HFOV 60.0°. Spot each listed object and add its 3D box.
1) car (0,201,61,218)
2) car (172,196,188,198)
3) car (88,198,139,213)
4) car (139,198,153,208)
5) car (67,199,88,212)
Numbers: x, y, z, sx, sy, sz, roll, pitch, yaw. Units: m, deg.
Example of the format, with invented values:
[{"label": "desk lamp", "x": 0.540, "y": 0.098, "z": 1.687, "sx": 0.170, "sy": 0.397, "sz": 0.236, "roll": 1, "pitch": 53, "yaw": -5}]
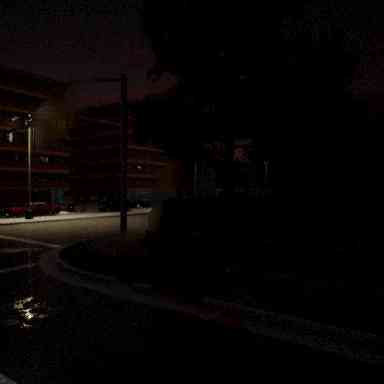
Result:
[{"label": "car", "x": -14.274, "y": 1.596, "z": 29.772, "sx": 1.895, "sy": 1.301, "sz": 4.718, "roll": 0, "pitch": 0, "yaw": 33}, {"label": "car", "x": -1.996, "y": 1.347, "z": 46.658, "sx": 2.097, "sy": 1.767, "sz": 4.553, "roll": 0, "pitch": 0, "yaw": 36}, {"label": "car", "x": -8.741, "y": 1.471, "z": 37.373, "sx": 1.882, "sy": 1.535, "sz": 5.008, "roll": 0, "pitch": 0, "yaw": 36}, {"label": "car", "x": -7.103, "y": 1.558, "z": 45.571, "sx": 1.994, "sy": 1.385, "sz": 4.181, "roll": 0, "pitch": 0, "yaw": 37}, {"label": "car", "x": -12.209, "y": 1.556, "z": 38.525, "sx": 1.994, "sy": 1.385, "sz": 4.181, "roll": 0, "pitch": 0, "yaw": 37}]
